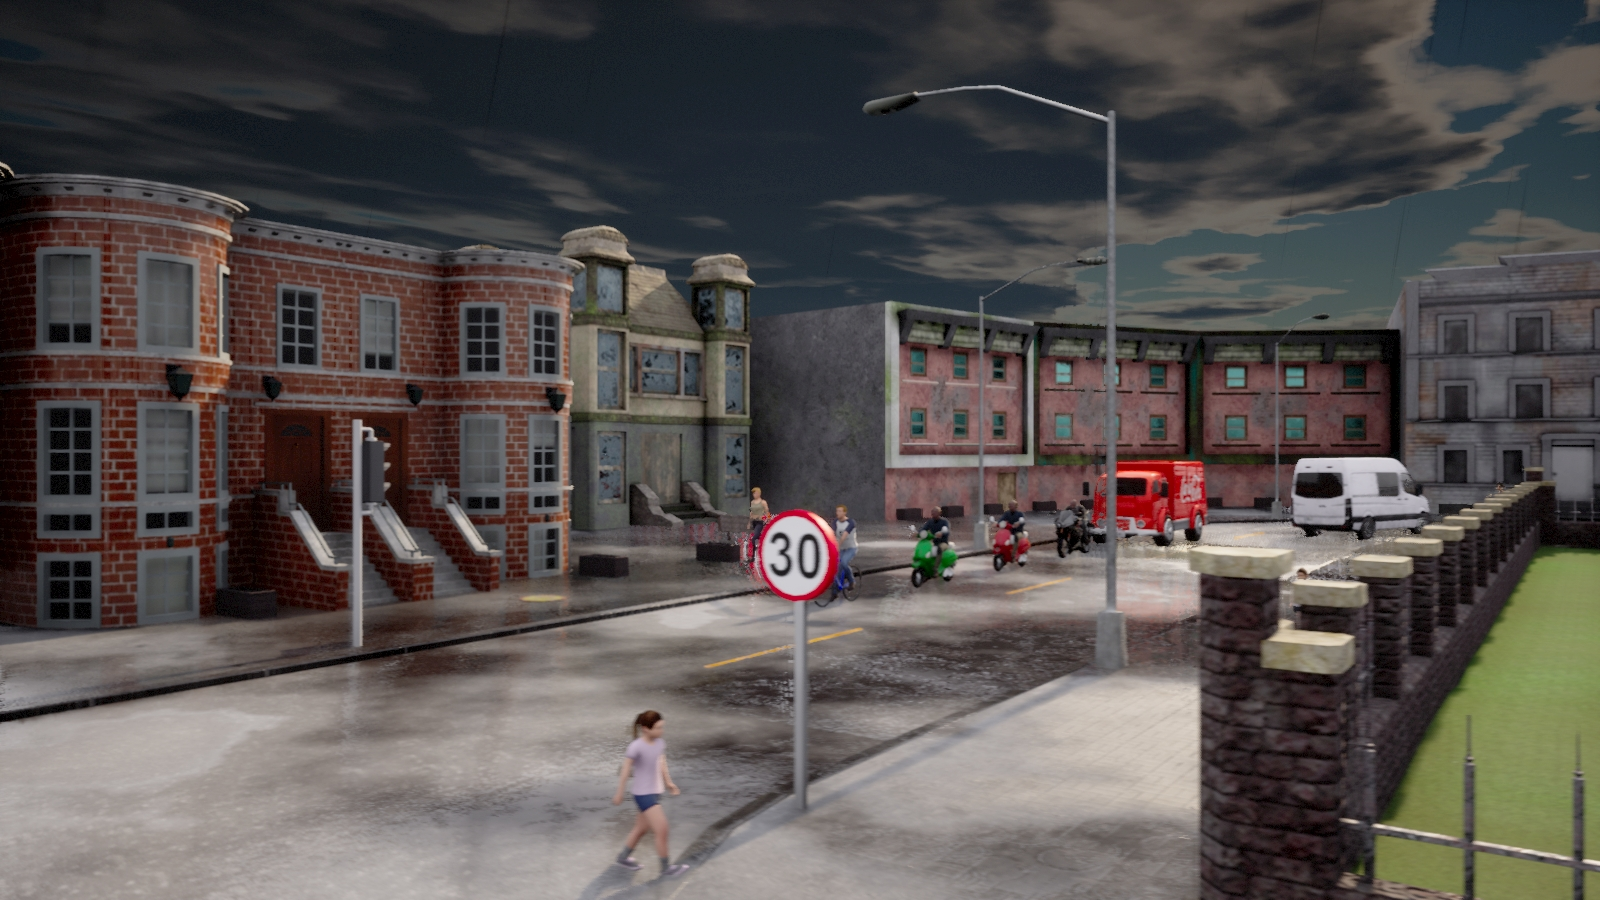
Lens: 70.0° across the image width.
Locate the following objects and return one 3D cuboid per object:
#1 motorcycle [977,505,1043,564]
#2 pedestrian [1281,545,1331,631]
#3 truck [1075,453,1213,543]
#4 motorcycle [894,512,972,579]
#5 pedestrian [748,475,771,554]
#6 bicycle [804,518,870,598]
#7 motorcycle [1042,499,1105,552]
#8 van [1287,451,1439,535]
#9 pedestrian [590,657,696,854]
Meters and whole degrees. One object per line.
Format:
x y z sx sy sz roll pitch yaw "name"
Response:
4.960 1.962 26.879 0.856 1.236 1.805 0 0 35 "motorcycle"
6.998 1.897 15.801 0.500 1.100 0.500 0 0 40 "pedestrian"
10.543 1.348 34.726 2.627 2.467 5.204 0 0 33 "truck"
2.784 1.962 23.783 0.856 1.236 1.805 0 0 35 "motorcycle"
-0.963 1.525 27.174 0.375 1.860 0.375 0 0 42 "pedestrian"
0.692 1.936 20.796 0.373 1.296 1.643 0 0 35 "bicycle"
7.261 1.985 30.274 0.867 1.251 2.209 0 0 35 "motorcycle"
18.480 1.315 37.369 5.915 2.561 1.988 0 -1 -37 "van"
-1.008 1.945 7.390 0.500 1.100 0.500 0 0 22 "pedestrian"
